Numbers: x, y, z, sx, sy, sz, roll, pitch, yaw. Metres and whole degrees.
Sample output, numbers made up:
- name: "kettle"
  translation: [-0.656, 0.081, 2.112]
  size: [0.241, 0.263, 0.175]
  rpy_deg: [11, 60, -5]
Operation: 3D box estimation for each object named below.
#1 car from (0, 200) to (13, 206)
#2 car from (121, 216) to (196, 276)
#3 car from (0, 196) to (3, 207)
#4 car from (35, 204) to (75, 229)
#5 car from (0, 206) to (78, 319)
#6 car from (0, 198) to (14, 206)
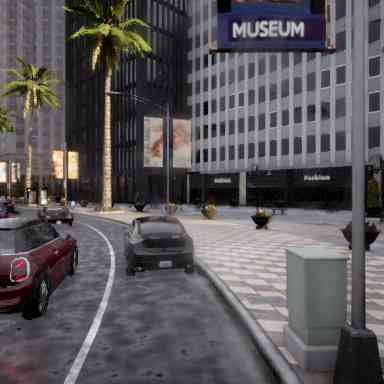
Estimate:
- name: "car"
  translation: [-13.960, 1.512, 23.219]
  size: [1.812, 1.442, 4.674]
  rpy_deg: [0, 0, -34]
- name: "car"
  translation: [-1.179, 1.503, 10.450]
  size: [1.837, 1.490, 4.892]
  rpy_deg: [0, 0, -13]
- name: "car"
  translation: [-31.008, 1.449, 51.164]
  size: [2.231, 1.521, 4.892]
  rpy_deg: [0, 0, -44]
- name: "car"
  translation: [-9.417, 1.592, 22.600]
  size: [1.895, 1.301, 4.718]
  rpy_deg: [0, 0, -30]
- name: "car"
  translation: [-3.941, 1.347, 7.372]
  size: [2.097, 1.767, 4.553]
  rpy_deg: [0, 0, -9]
- name: "car"
  translation: [-21.173, 1.485, 36.794]
  size: [1.837, 1.490, 4.892]
  rpy_deg: [0, 0, -44]
